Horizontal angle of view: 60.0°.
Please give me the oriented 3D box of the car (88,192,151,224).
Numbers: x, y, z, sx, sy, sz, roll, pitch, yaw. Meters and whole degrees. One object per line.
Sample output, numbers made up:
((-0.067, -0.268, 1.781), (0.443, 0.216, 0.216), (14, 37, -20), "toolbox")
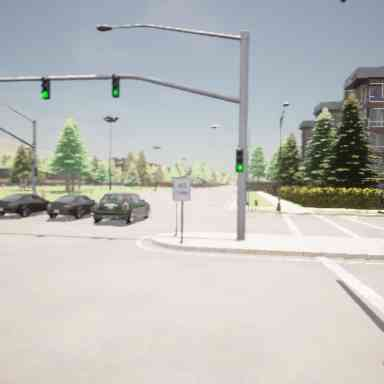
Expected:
((-3.923, 0.784, 19.474), (2.097, 1.767, 4.553), (1, 1, 9), "car")

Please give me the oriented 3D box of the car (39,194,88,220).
((-7.243, 0.867, 20.928), (1.812, 1.442, 4.674), (1, 1, 9), "car")

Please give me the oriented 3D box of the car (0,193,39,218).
((-10.707, 0.797, 21.506), (1.812, 1.442, 4.674), (1, 1, 9), "car")
